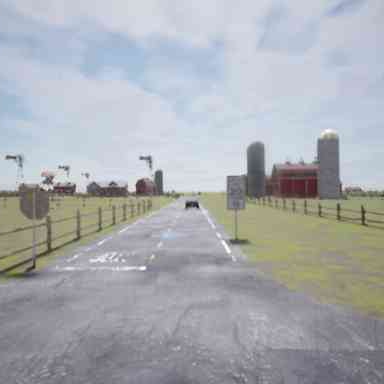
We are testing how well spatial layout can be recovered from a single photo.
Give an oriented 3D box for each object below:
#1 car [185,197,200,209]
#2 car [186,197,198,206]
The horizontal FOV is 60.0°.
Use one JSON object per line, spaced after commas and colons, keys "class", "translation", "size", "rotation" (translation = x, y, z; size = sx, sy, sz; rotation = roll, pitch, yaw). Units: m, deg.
{"class": "car", "translation": [0.019, 1.508, 45.577], "size": [1.882, 1.535, 5.008], "rotation": [-1, 0, 0]}
{"class": "car", "translation": [0.025, 1.605, 55.999], "size": [1.994, 1.385, 4.181], "rotation": [-1, 0, 0]}
